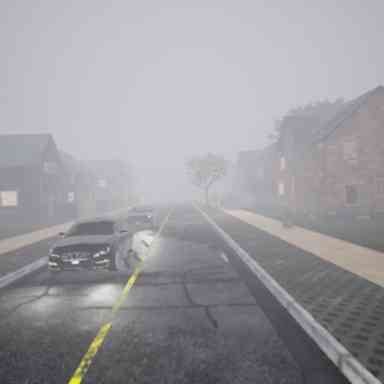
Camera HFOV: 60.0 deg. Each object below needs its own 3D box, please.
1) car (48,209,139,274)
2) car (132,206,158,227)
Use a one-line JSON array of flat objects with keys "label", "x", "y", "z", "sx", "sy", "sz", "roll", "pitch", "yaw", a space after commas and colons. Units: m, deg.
[{"label": "car", "x": -3.111, "y": 1.567, "z": 11.064, "sx": 1.837, "sy": 1.490, "sz": 4.892, "roll": -2, "pitch": 0, "yaw": -2}, {"label": "car", "x": -3.462, "y": 1.638, "z": 23.242, "sx": 1.895, "sy": 1.301, "sz": 4.718, "roll": -2, "pitch": 0, "yaw": -2}]
